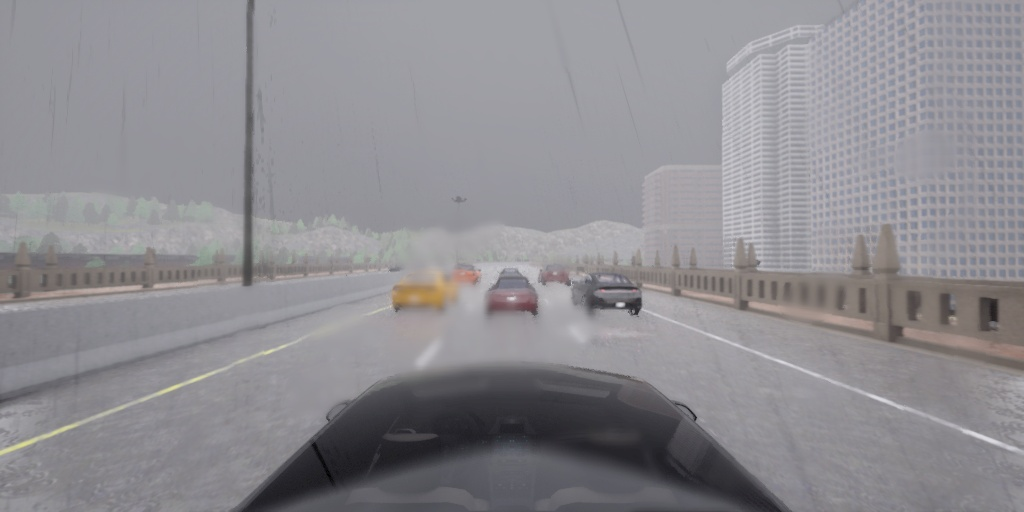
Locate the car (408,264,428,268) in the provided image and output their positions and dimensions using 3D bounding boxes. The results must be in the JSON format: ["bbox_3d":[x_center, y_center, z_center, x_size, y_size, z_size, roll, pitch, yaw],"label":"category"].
[{"bbox_3d":[-15.060,2.043,59.356,2.033,1.411,5.357,0,-1,-1],"label":"car"}]

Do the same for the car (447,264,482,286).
[{"bbox_3d":[-3.626,1.455,29.047,2.097,1.767,4.553,0,-1,-1],"label":"car"}]

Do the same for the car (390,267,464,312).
[{"bbox_3d":[-3.455,1.402,15.229,1.882,1.535,5.008,0,0,0],"label":"car"}]

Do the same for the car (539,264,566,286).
[{"bbox_3d":[3.372,1.456,29.149,2.097,1.767,4.553,0,-1,-1],"label":"car"}]

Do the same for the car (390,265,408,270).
[{"bbox_3d":[-18.558,2.094,59.178,1.895,1.301,4.718,0,-1,-1],"label":"car"}]

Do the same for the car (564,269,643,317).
[{"bbox_3d":[3.537,1.402,14.055,2.128,1.511,4.902,0,-1,1],"label":"car"}]

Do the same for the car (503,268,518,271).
[{"bbox_3d":[-0.131,1.673,29.377,1.994,1.385,4.181,0,-1,-1],"label":"car"}]

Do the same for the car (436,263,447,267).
[{"bbox_3d":[-11.583,1.991,59.729,2.128,1.511,4.902,0,-1,-1],"label":"car"}]

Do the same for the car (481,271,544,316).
[{"bbox_3d":[0.041,1.478,14.345,1.994,1.385,4.181,0,-1,0],"label":"car"}]
